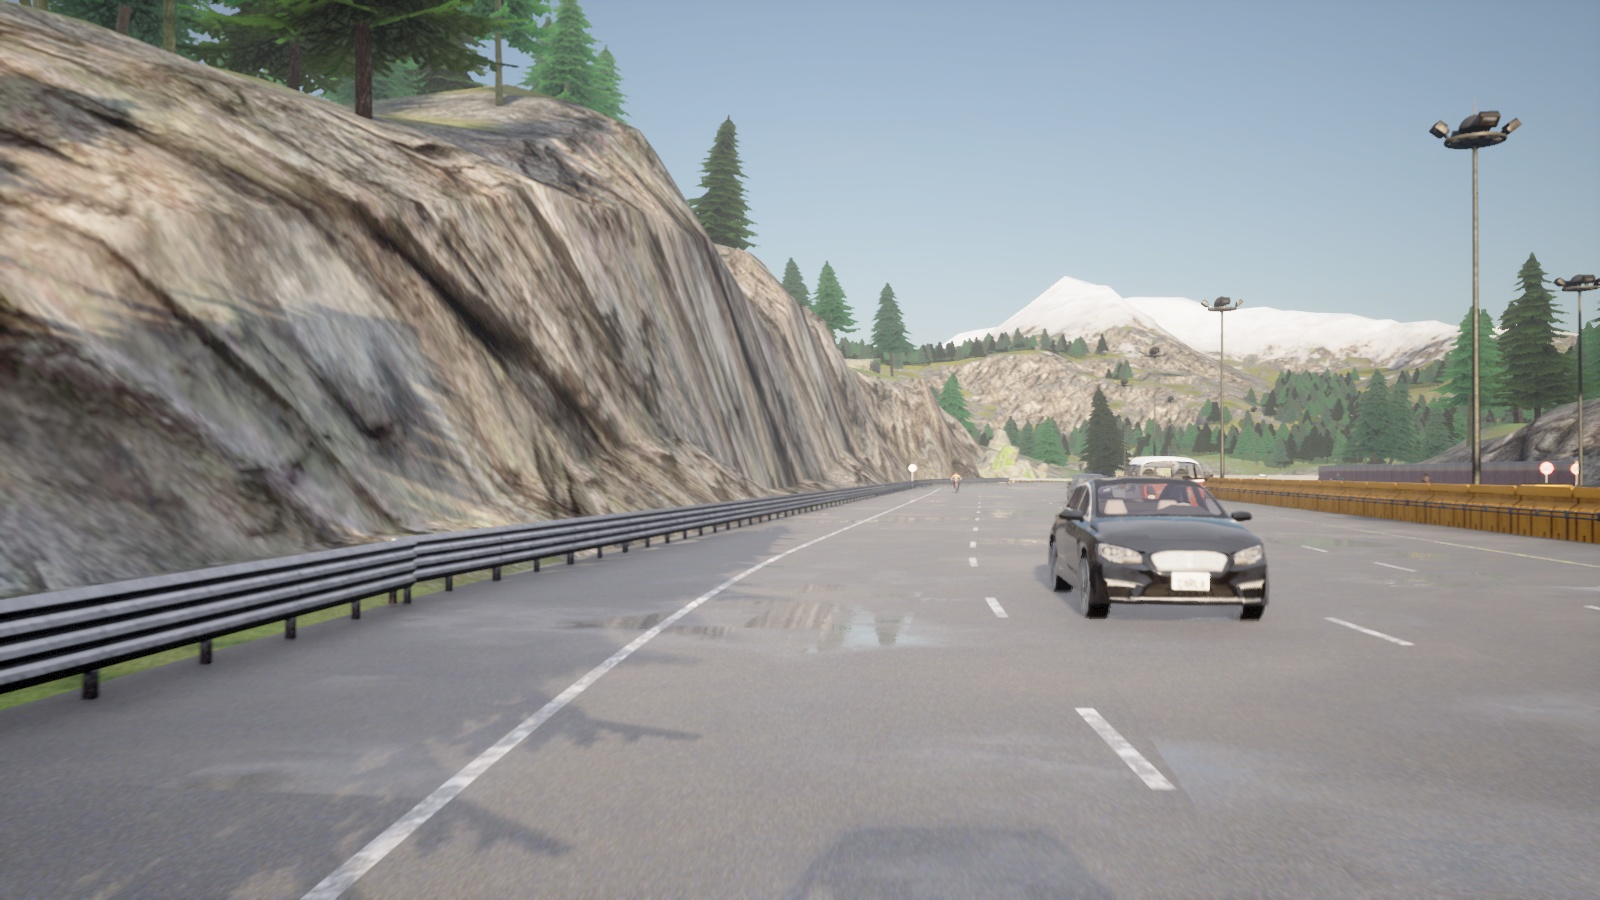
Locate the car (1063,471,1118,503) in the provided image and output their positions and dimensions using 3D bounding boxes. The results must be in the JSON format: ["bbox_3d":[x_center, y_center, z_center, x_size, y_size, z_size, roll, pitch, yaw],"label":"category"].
[{"bbox_3d":[14.034,1.780,60.892,2.163,1.488,4.792,0,-1,8],"label":"car"}]

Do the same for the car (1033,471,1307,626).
[{"bbox_3d":[4.059,1.002,14.727,2.128,1.511,4.902,0,-1,5],"label":"car"}]

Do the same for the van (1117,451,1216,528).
[{"bbox_3d":[10.321,1.097,35.689,2.069,2.038,4.480,0,-1,8],"label":"van"}]
